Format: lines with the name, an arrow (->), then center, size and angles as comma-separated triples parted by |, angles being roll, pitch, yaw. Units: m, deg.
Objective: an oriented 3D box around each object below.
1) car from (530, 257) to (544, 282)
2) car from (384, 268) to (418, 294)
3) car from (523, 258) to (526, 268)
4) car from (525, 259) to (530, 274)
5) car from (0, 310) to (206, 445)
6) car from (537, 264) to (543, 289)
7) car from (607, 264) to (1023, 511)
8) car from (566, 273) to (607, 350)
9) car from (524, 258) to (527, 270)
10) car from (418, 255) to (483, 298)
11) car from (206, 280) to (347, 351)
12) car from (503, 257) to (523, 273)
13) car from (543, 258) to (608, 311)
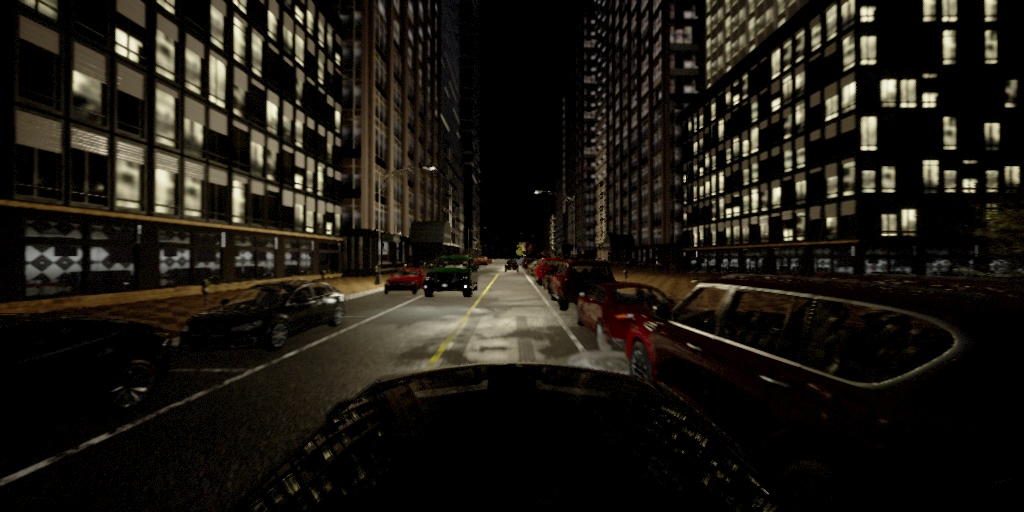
car -> 2.681, 1.065, 25.483 | 2.192, 1.841, 5.009 | 0, 0, 0
car -> -5.697, 1.332, 19.940 | 1.802, 1.307, 4.207 | 0, 0, 0
car -> 2.669, 1.315, 53.179 | 1.948, 1.339, 4.313 | 0, 0, 0
car -> 2.676, 1.301, 36.562 | 2.007, 1.370, 4.403 | 0, 0, 0
car -> -5.690, 1.316, 3.321 | 1.948, 1.339, 4.313 | 0, 0, 0
car -> 2.683, 1.316, 19.944 | 1.948, 1.339, 4.313 | 0, 0, 0
car -> 2.690, 1.065, 3.325 | 2.192, 1.841, 5.009 | 0, 0, 0
car -> 2.688, 1.296, 8.864 | 1.888, 1.381, 4.507 | 0, 0, 0
car -> 2.674, 1.276, 42.271 | 1.751, 1.417, 4.829 | 0, 0, 0
car -> -3.015, 0.976, 18.861 | 2.150, 2.045, 5.566 | 0, 0, 0
car -> -5.693, 1.301, 8.860 | 2.007, 1.370, 4.403 | 0, 0, 0
car -> -0.015, 1.242, 44.706 | 2.128, 1.511, 4.902 | 0, 0, 0
car -> 2.685, 1.065, 14.405 | 2.192, 1.841, 5.009 | 0, 0, 0
